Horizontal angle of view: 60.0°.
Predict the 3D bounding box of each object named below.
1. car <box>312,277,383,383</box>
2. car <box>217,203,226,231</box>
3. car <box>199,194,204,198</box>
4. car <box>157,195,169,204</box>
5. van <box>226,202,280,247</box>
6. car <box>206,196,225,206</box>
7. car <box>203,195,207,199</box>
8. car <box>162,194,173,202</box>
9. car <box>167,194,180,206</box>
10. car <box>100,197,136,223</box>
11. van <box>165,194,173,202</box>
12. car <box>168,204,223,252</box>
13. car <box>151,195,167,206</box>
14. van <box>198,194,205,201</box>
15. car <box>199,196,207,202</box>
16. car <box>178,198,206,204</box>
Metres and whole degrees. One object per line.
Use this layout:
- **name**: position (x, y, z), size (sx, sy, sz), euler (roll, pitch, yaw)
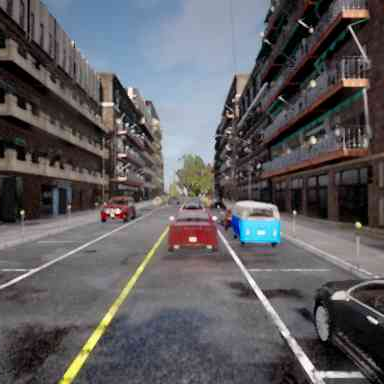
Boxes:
- **car**: position (2.702, 1.554, 3.510), size (2.008, 1.369, 4.403), euler (1, 0, 0)
- **car**: position (2.706, 1.601, 20.494), size (1.802, 1.307, 4.206), euler (1, 0, 0)
- **car**: position (2.721, 1.614, 77.283), size (1.752, 1.417, 4.829), euler (1, 0, 0)
- **car**: position (-5.662, 1.513, 65.831), size (1.967, 1.590, 4.097), euler (1, 0, 0)
- **van**: position (2.708, 1.354, 14.833), size (1.690, 1.788, 3.998), euler (1, 0, 0)
- **car**: position (3.158, 1.568, 41.735), size (1.812, 1.442, 4.674), euler (0, 0, 0)
- **car**: position (3.124, 1.403, 48.706), size (2.097, 1.767, 4.553), euler (0, 0, 0)
- **car**: position (-5.657, 1.404, 77.154), size (2.192, 1.841, 5.009), euler (1, 0, 0)
- **car**: position (-3.042, 1.540, 58.102), size (1.882, 1.535, 5.008), euler (0, 0, 1)
- **car**: position (-5.669, 1.341, 26.199), size (2.192, 1.841, 5.009), euler (1, 0, 0)
- **van**: position (-5.656, 1.438, 82.815), size (1.690, 1.788, 3.998), euler (1, 0, 0)
- **car**: position (0.057, 1.490, 14.088), size (1.882, 1.535, 5.008), euler (0, 0, 0)
- **car**: position (-5.666, 1.584, 54.337), size (1.752, 1.417, 4.829), euler (1, 0, 0)
- **van**: position (2.713, 1.454, 94.098), size (1.690, 1.788, 3.998), euler (1, 0, 0)
- **car**: position (2.725, 1.641, 82.774), size (1.887, 1.381, 4.507), euler (1, 0, 0)
- **car**: position (0.055, 1.554, 28.611), size (1.812, 1.442, 4.674), euler (0, 0, 1)
